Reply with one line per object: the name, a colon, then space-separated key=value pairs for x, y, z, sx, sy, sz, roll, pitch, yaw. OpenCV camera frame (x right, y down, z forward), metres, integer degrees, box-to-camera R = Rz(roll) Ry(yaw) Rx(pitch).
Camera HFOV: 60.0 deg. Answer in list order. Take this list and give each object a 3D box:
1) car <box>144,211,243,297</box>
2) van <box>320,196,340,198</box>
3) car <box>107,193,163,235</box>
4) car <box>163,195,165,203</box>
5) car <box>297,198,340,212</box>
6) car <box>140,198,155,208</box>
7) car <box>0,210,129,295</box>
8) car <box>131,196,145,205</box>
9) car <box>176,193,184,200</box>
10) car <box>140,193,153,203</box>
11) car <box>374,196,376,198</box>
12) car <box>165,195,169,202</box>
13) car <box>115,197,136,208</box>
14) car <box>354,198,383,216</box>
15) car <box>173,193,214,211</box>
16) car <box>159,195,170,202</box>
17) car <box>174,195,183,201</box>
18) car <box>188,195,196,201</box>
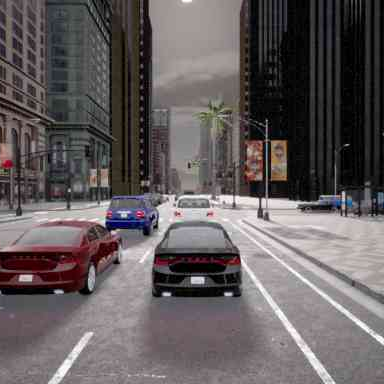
car: x=0.094 y=1.477 z=8.608 sx=1.882 sy=1.535 sz=5.008 roll=0 pitch=0 yaw=0
van: x=17.044 y=1.315 z=39.796 sx=3.998 sy=1.788 sz=1.690 roll=0 pitch=0 yaw=0
car: x=-3.189 y=1.221 z=18.626 sx=2.150 sy=2.045 sz=5.566 roll=0 pitch=0 yaw=2
car: x=-6.607 y=1.225 z=59.989 sx=2.150 sy=2.045 sz=5.566 roll=0 pitch=0 yaw=1
car: x=14.224 y=1.584 z=37.133 sx=4.718 sy=1.301 sz=1.895 roll=0 pitch=0 yaw=0
car: x=-6.470 y=1.602 z=48.863 sx=1.895 sy=1.301 sz=4.718 roll=0 pitch=0 yaw=-4
car: x=-3.155 y=1.477 z=8.761 sx=1.882 sy=1.535 sz=5.008 roll=0 pitch=0 yaw=0
car: x=-9.847 y=1.528 z=61.427 sx=1.812 sy=1.442 sz=4.674 roll=0 pitch=0 yaw=0
car: x=-3.301 y=1.193 z=92.029 sx=2.097 sy=1.767 sz=4.553 roll=0 pitch=0 yaw=0
car: x=-9.790 y=1.229 z=71.875 sx=2.150 sy=2.045 sz=5.566 roll=0 pitch=0 yaw=0
car: x=22.721 y=1.285 z=39.801 sx=5.009 sy=1.841 sz=2.192 roll=0 pitch=0 yaw=0
car: x=-6.539 y=1.599 z=70.039 sx=1.895 sy=1.301 sz=4.718 roll=0 pitch=0 yaw=0
car: x=-9.923 y=1.494 z=50.044 sx=2.128 sy=1.511 sz=4.902 roll=0 pitch=0 yaw=0
car: x=17.053 y=1.549 z=31.272 sx=4.403 sy=1.369 sz=2.008 roll=0 pitch=0 yaw=0
car: x=0.091 y=1.221 z=18.568 sx=2.150 sy=2.045 sz=5.566 roll=0 pitch=0 yaw=0
car: x=-6.544 y=1.530 z=80.199 sx=2.128 sy=1.511 sz=4.902 roll=0 pitch=0 yaw=0
car: x=-3.295 y=1.496 z=81.639 sx=1.837 sy=1.490 sz=4.892 roll=0 pitch=0 yaw=0
car: x=-0.046 y=1.505 z=83.234 sx=1.837 sy=1.490 sz=4.892 roll=0 pitch=0 yaw=0
